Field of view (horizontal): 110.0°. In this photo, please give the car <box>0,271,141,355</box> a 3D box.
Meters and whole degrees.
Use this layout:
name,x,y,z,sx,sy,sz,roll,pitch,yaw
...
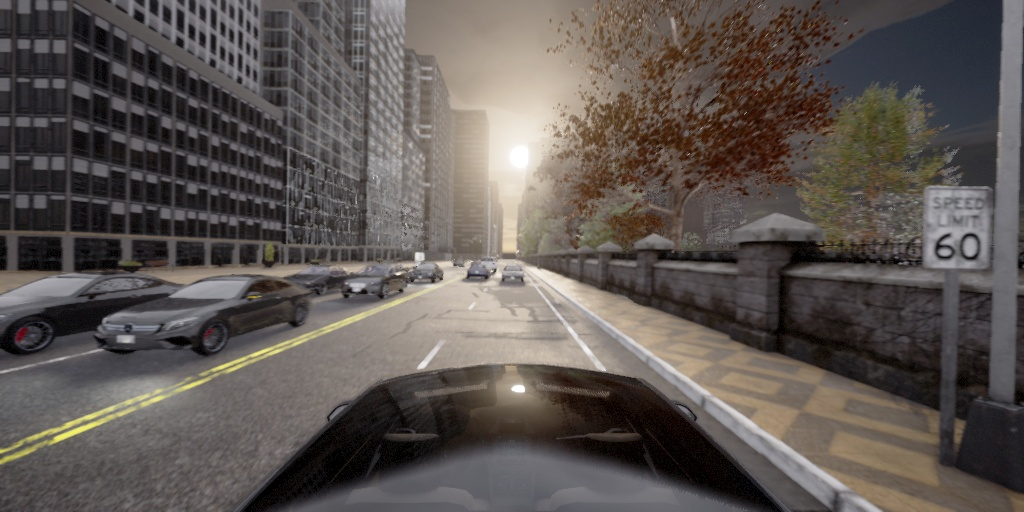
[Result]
name,x,y,z,sx,sy,sz,roll,pitch,yaw
car,-9.826,1.104,8.258,1.812,1.442,4.674,1,0,0

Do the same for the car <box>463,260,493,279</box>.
name,x,y,z,sx,sy,sz,roll,pitch,yaw
car,-3.118,1.385,33.814,1.994,1.385,4.181,1,0,0

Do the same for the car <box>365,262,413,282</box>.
name,x,y,z,sx,sy,sz,roll,pitch,yaw
car,-9.767,1.213,29.020,2.033,1.411,5.357,1,0,1

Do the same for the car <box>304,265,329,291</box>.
name,x,y,z,sx,sy,sz,roll,pitch,yaw
car,-9.815,1.169,18.635,2.033,1.411,5.357,1,0,0

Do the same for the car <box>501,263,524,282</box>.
name,x,y,z,sx,sy,sz,roll,pitch,yaw
car,0.086,1.474,30.714,1.895,1.301,4.718,1,0,0

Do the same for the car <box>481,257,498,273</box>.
name,x,y,z,sx,sy,sz,roll,pitch,yaw
car,-3.107,1.106,47.576,2.150,2.045,5.566,1,0,0

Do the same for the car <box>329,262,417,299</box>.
name,x,y,z,sx,sy,sz,roll,pitch,yaw
car,-6.563,1.175,17.638,2.128,1.511,4.902,1,0,0

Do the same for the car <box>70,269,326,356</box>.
name,x,y,z,sx,sy,sz,roll,pitch,yaw
car,-6.577,1.170,8.443,1.812,1.442,4.674,1,0,0

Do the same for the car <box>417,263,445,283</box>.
name,x,y,z,sx,sy,sz,roll,pitch,yaw
car,-6.526,1.253,27.931,1.812,1.442,4.674,1,0,0
